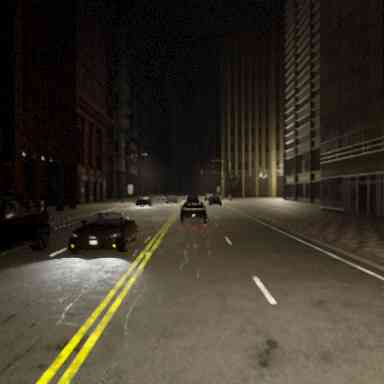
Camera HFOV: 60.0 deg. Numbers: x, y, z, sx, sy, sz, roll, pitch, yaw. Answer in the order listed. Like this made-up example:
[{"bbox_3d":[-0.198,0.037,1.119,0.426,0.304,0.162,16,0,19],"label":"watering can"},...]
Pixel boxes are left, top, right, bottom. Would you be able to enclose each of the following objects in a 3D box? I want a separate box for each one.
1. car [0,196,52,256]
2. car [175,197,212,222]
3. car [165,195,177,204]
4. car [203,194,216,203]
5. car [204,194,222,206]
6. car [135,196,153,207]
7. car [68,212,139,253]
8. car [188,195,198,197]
[{"bbox_3d":[-6.598,1.175,10.880,2.150,2.045,5.566,0,0,0],"label":"car"},{"bbox_3d":[0.107,1.377,24.946,2.128,1.511,4.902,0,0,0],"label":"car"},{"bbox_3d":[-3.296,1.219,54.657,2.033,1.411,5.357,0,1,1],"label":"car"},{"bbox_3d":[3.267,1.102,61.535,2.128,1.511,4.902,0,1,0],"label":"car"},{"bbox_3d":[3.363,1.264,49.421,2.033,1.411,5.357,0,0,0],"label":"car"},{"bbox_3d":[-6.575,1.307,46.217,1.994,1.385,4.181,0,0,0],"label":"car"},{"bbox_3d":[-3.346,1.508,13.259,1.994,1.385,4.181,0,0,0],"label":"car"},{"bbox_3d":[0.114,1.188,50.148,1.882,1.535,5.008,0,0,0],"label":"car"}]
